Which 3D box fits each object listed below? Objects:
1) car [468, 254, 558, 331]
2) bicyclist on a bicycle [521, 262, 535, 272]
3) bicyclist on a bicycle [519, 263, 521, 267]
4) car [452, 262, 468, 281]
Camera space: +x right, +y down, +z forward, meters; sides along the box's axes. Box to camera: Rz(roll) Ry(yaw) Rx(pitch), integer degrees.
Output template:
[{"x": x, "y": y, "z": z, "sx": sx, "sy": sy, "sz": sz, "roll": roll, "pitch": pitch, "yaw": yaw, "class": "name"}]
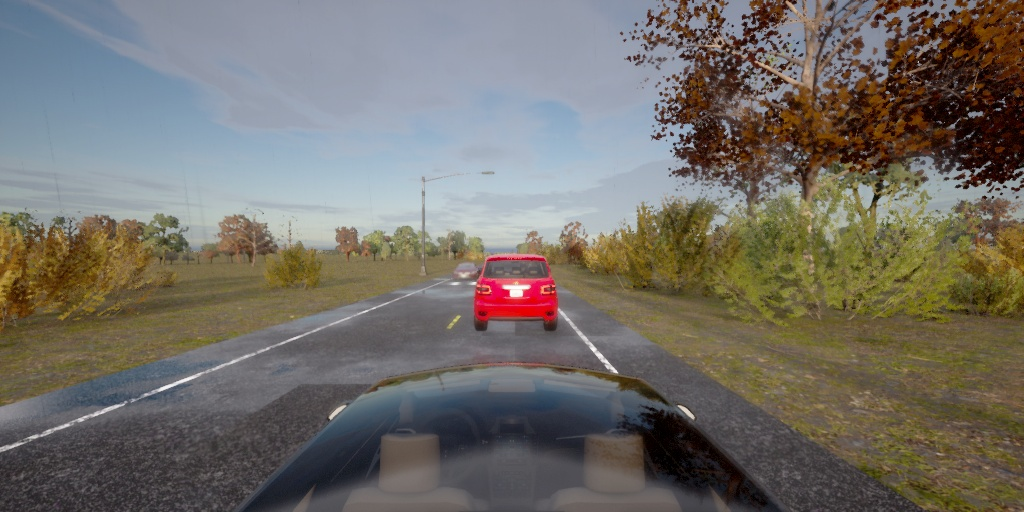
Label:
[{"x": 0.093, "y": 0.968, "z": 11.091, "sx": 2.150, "sy": 2.045, "sz": 5.566, "roll": 0, "pitch": 0, "yaw": 0, "class": "car"}, {"x": 0.945, "y": 1.114, "z": 18.797, "sx": 0.659, "sy": 1.776, "sz": 1.843, "roll": 0, "pitch": 0, "yaw": 0, "class": "bicyclist on a bicycle"}, {"x": 0.907, "y": 1.110, "z": 28.810, "sx": 0.659, "sy": 1.776, "sz": 1.843, "roll": 0, "pitch": 0, "yaw": 0, "class": "bicyclist on a bicycle"}, {"x": -3.663, "y": 1.265, "z": 29.557, "sx": 1.812, "sy": 1.442, "sz": 4.674, "roll": 0, "pitch": 0, "yaw": 0, "class": "car"}]
